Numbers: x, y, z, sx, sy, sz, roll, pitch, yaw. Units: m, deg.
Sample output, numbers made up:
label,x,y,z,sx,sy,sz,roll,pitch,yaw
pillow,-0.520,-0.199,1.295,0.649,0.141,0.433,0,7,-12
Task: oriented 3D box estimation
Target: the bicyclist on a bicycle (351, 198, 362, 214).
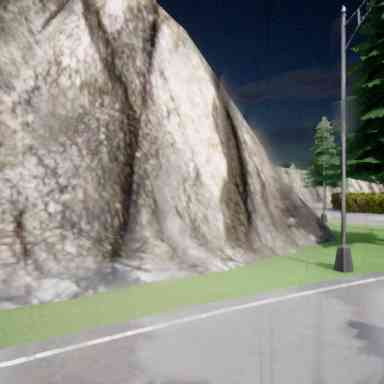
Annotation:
label,x,y,z,sx,sy,sz,roll,pitch,yaw
bicyclist on a bicycle,16.506,1.405,33.370,1.656,1.620,0.582,0,0,-28
